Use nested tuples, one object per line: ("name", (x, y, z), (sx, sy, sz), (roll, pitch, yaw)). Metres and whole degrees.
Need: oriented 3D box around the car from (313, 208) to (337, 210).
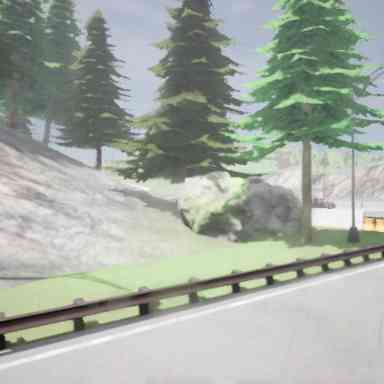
("car", (15.833, 1.521, 42.023), (2.097, 1.767, 4.553), (0, 0, -36))
